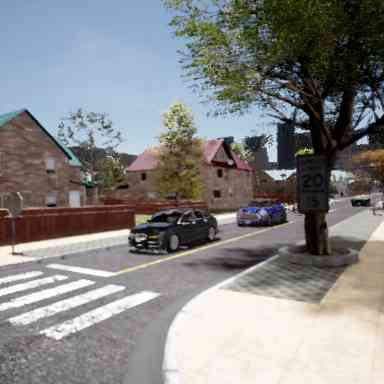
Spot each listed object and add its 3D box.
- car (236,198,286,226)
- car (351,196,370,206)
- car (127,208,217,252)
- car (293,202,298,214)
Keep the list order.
[{"bbox_3d":[4.659,1.244,22.241,2.097,1.767,4.553,-2,0,33],"label":"car"},{"bbox_3d":[22.802,1.176,44.845,1.895,1.301,4.718,-2,0,33],"label":"car"},{"bbox_3d":[-0.644,1.479,14.012,1.837,1.490,4.892,-2,0,32],"label":"car"},{"bbox_3d":[11.376,1.314,32.584,1.812,1.442,4.674,-2,-1,33],"label":"car"}]
